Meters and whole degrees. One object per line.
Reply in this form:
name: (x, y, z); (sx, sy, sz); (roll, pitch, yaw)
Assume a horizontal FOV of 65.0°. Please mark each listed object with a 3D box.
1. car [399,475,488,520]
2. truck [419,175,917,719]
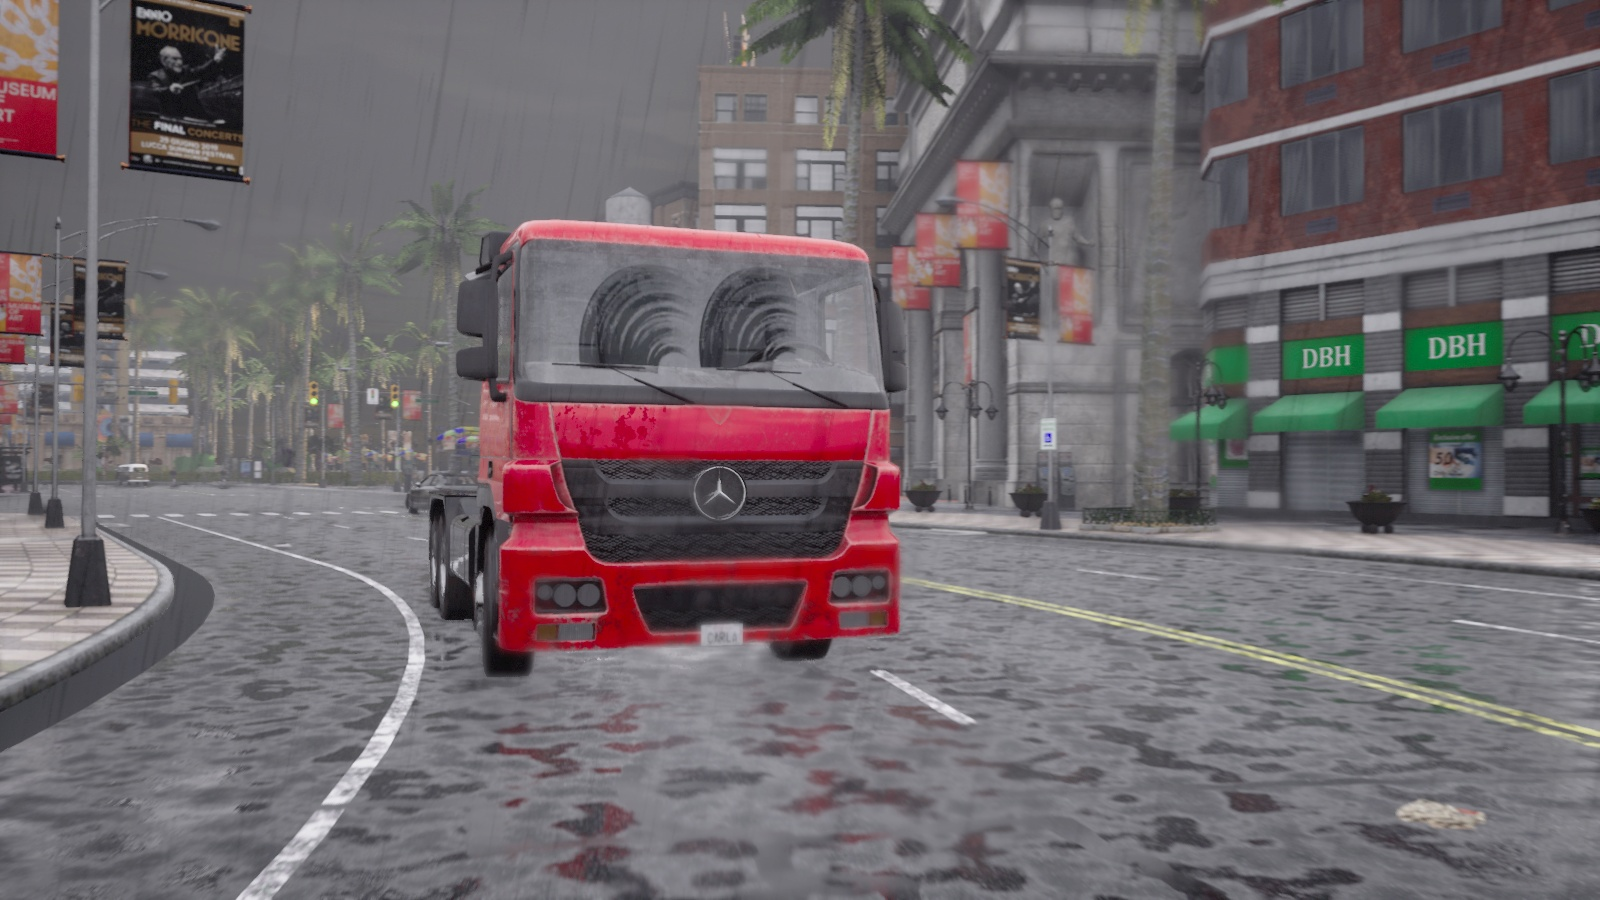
car: (-12.551, 1.630, 44.066); (1.816, 1.474, 4.193); (0, -1, -33)
truck: (-1.922, 0.047, 12.213); (2.891, 3.462, 7.936); (0, -1, -21)
